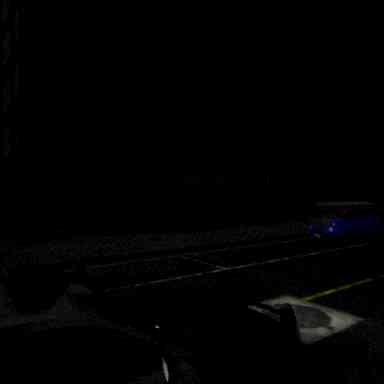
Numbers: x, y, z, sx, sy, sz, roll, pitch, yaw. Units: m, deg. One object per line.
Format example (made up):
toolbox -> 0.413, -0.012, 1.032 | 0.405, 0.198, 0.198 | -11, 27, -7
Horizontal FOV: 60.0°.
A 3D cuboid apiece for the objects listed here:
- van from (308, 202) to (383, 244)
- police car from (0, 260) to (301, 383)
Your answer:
van -> 7.074, 1.342, 15.444 | 3.998, 1.788, 1.690 | 0, 0, -36
police car -> -1.148, 1.425, 2.615 | 5.238, 1.638, 1.930 | 0, 0, -36
